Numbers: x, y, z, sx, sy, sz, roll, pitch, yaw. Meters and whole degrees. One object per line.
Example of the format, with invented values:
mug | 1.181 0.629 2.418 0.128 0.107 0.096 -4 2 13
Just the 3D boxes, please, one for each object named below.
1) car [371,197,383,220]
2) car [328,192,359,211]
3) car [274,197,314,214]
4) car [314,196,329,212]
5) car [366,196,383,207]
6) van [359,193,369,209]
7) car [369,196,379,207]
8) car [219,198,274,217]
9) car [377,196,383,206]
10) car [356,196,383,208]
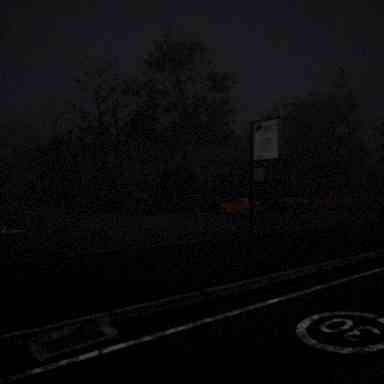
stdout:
car | 14.315 1.294 20.657 2.231 1.521 4.892 0 0 -35
car | 15.820 1.151 37.769 2.185 1.767 4.553 0 0 -36
car | 8.998 1.283 32.944 2.097 1.535 5.008 0 0 -35
car | 11.268 1.318 34.560 2.002 1.452 4.674 0 0 -35
car | 27.129 1.302 45.890 2.097 1.535 5.008 0 0 -36
van | 17.996 1.053 39.505 1.878 1.987 4.442 0 0 -36
car | 22.597 1.331 42.650 2.002 1.452 4.674 0 0 -36
car | 4.470 1.305 29.702 2.097 1.535 5.008 0 0 -35
car | 29.408 1.337 47.493 2.163 1.488 4.792 0 0 -36
car | 24.969 1.293 44.122 1.946 1.575 5.366 0 0 -36
